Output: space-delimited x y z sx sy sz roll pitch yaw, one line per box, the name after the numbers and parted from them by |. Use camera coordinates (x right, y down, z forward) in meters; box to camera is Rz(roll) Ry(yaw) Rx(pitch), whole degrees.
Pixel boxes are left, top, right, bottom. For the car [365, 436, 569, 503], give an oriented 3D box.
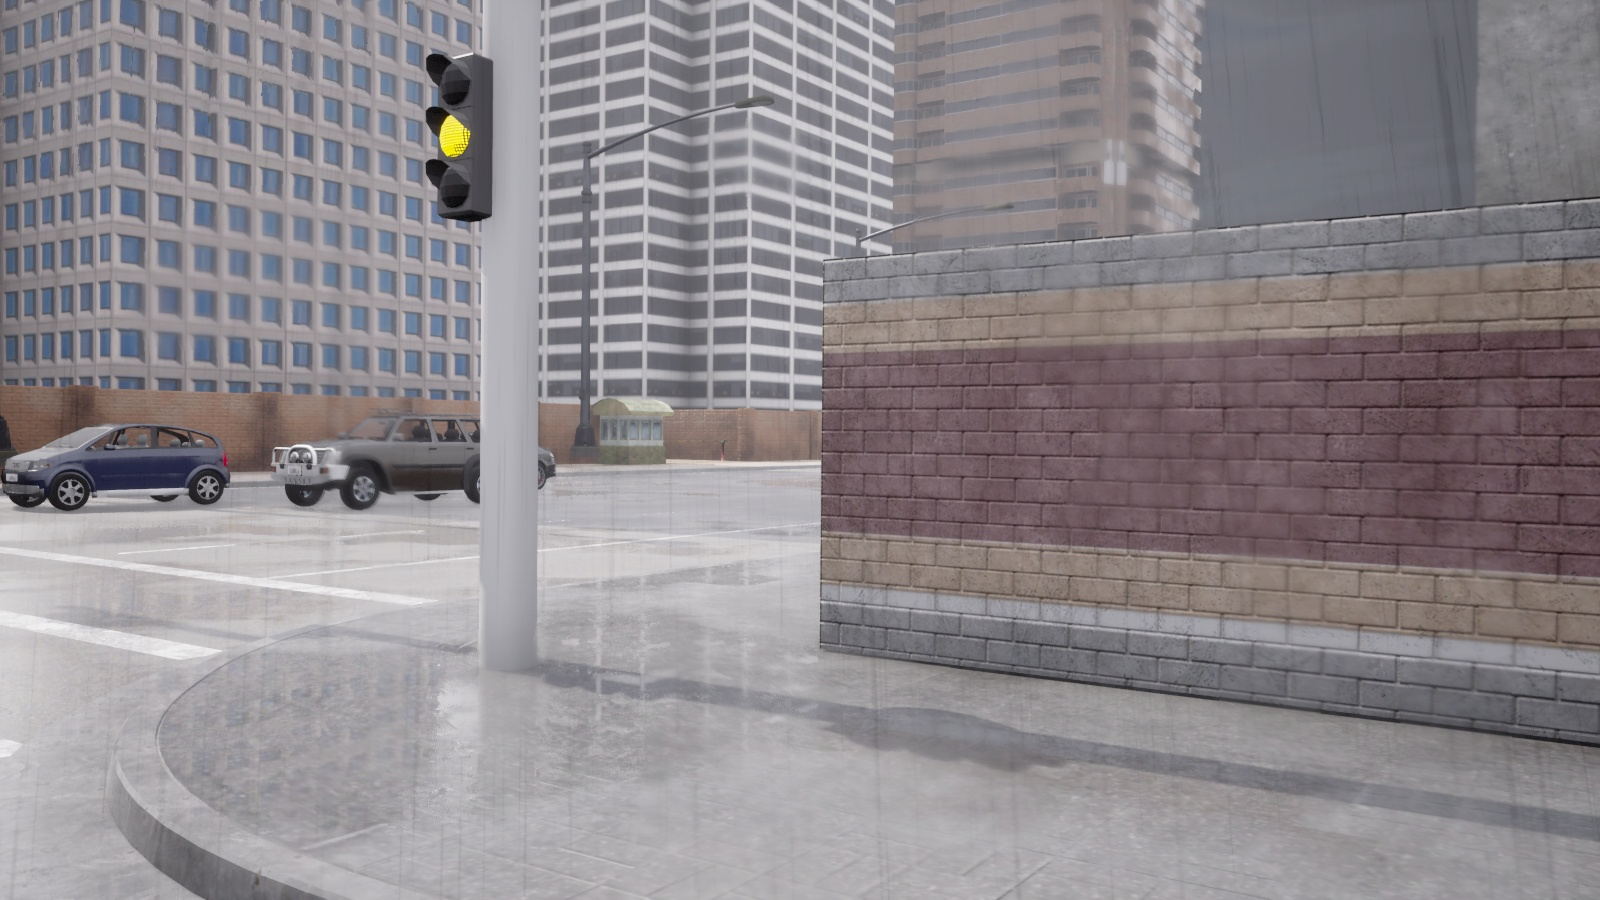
-7.915 0.415 30.289 1.812 1.442 4.674 0 1 34 | car

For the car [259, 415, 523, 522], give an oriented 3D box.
-7.761 0.287 24.273 1.932 1.855 4.605 0 1 34 | car

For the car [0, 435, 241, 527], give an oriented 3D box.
-12.628 0.506 23.310 1.789 1.549 3.705 0 1 34 | car
